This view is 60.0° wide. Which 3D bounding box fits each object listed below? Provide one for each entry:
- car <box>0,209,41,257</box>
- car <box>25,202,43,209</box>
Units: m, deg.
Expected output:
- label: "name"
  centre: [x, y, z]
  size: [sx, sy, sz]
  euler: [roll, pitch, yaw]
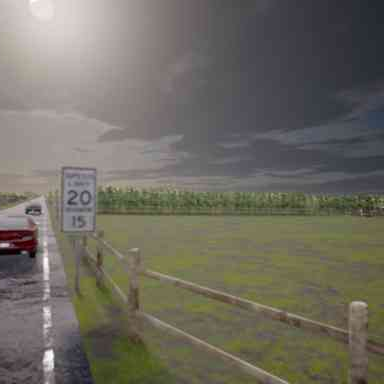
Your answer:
- label: "car"
  centre: [-7.261, 1.650, 13.364]
  size: [1.882, 1.535, 5.008]
  euler: [1, -1, -24]
- label: "car"
  centre: [-20.678, 2.080, 43.448]
  size: [1.837, 1.490, 4.892]
  euler: [1, -1, -24]
